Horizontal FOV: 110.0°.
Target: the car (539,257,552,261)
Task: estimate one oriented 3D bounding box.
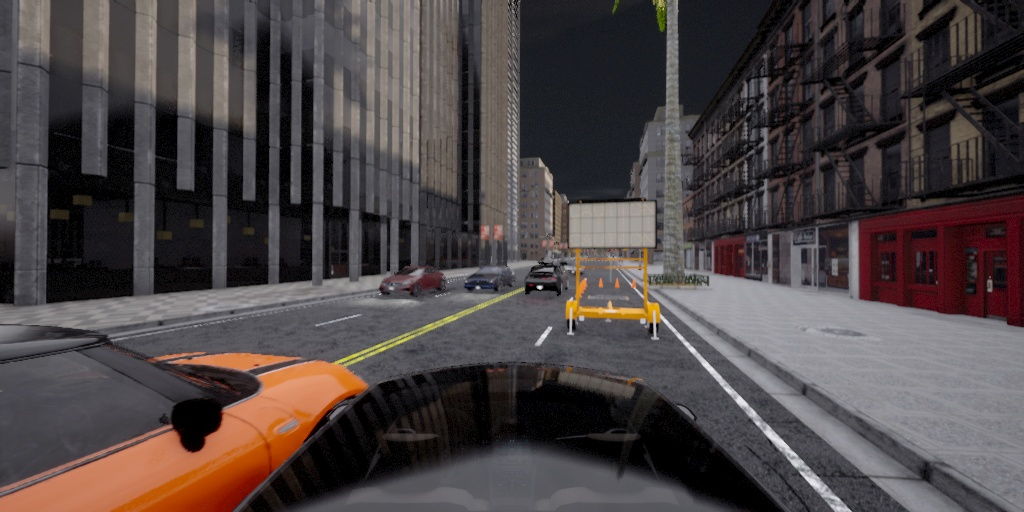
[{"bbox_3d":[5.654,0.993,60.694,2.097,1.767,4.553,0,0,15],"label":"car"}]

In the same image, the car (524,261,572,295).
[{"bbox_3d":[1.949,1.232,19.509,1.837,1.490,4.892,0,0,14],"label":"car"}]

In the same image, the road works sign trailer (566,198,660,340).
[{"bbox_3d":[2.798,0.204,10.159,2.380,3.560,2.880,0,0,14],"label":"road works sign trailer"}]

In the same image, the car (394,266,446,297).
[{"bbox_3d":[-5.084,1.253,19.066,1.812,1.442,4.674,0,0,14],"label":"car"}]

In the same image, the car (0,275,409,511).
[{"bbox_3d":[-2.604,1.102,1.585,2.097,1.767,4.553,0,0,14],"label":"car"}]

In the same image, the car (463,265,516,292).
[{"bbox_3d":[-1.129,1.271,21.396,2.033,1.411,5.357,0,0,14],"label":"car"}]

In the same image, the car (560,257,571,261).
[{"bbox_3d":[9.350,0.990,62.006,2.097,1.767,4.553,0,0,15],"label":"car"}]

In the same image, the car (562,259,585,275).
[{"bbox_3d":[6.648,1.296,37.795,1.895,1.301,4.718,0,0,14],"label":"car"}]
